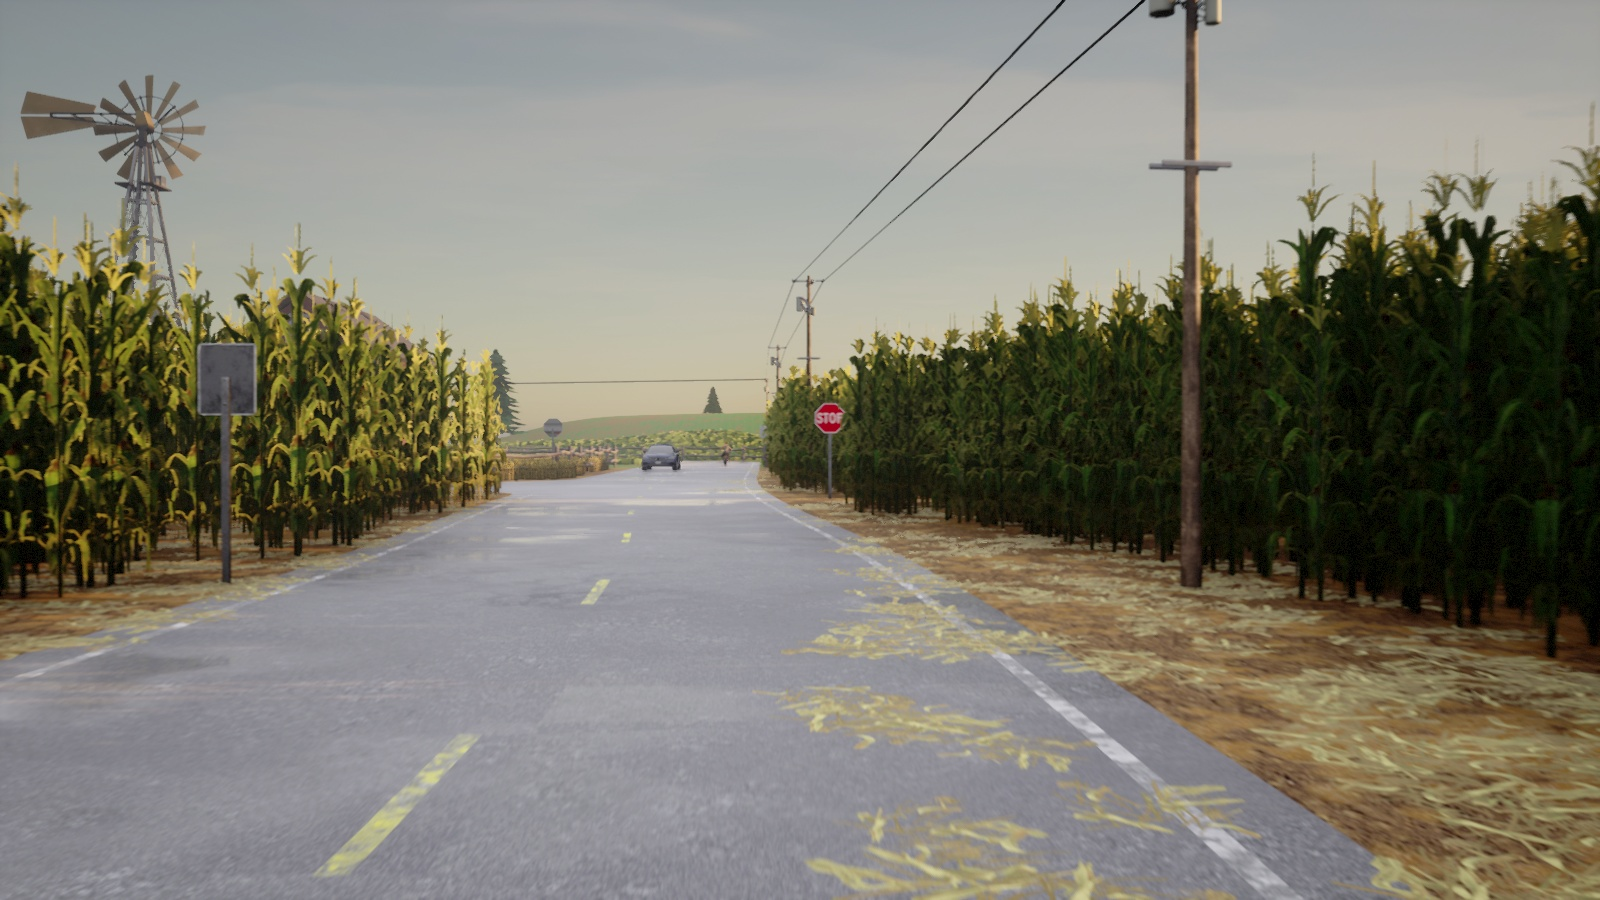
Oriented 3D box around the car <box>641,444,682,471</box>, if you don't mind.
[{"bbox_3d":[-7.515,0.382,68.469,1.812,1.442,4.674,0,0,-2],"label":"car"}]
